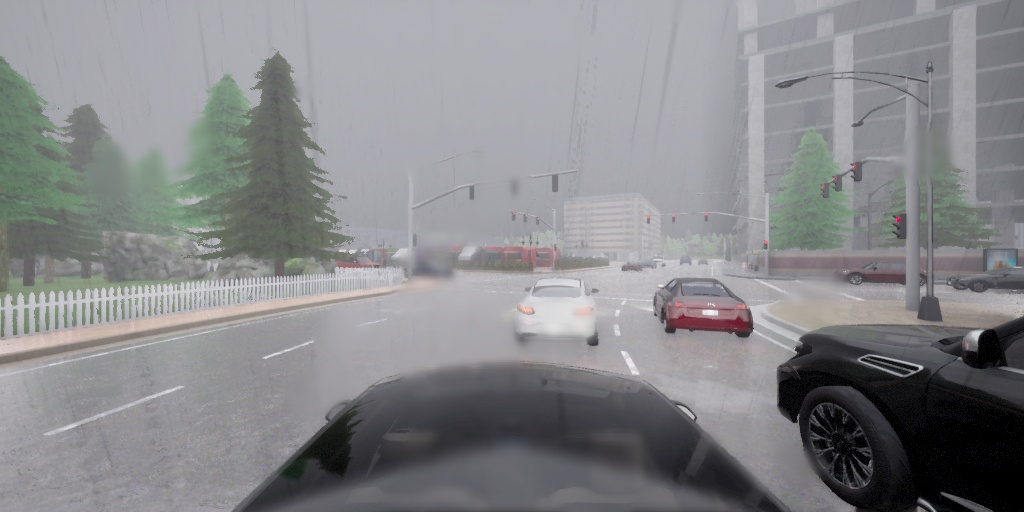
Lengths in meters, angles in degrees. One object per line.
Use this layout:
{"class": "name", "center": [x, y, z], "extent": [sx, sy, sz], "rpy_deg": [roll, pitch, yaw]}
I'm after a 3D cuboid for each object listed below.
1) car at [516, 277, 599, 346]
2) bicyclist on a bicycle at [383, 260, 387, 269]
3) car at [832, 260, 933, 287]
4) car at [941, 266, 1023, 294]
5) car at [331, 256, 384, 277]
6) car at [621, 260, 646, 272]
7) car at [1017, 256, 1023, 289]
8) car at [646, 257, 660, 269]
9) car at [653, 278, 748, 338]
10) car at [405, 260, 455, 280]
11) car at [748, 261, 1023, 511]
{"class": "car", "center": [1.279, 1.276, 9.421], "extent": [1.812, 1.442, 4.674], "rpy_deg": [0, 0, 11]}
{"class": "bicyclist on a bicycle", "center": [-15.714, 1.258, 44.291], "extent": [0.582, 1.620, 1.656], "rpy_deg": [0, 0, -22]}
{"class": "car", "center": [25.926, 1.157, 25.385], "extent": [4.553, 1.767, 2.097], "rpy_deg": [0, 0, 30]}
{"class": "car", "center": [28.011, 1.331, 20.151], "extent": [4.674, 1.442, 1.812], "rpy_deg": [0, 0, 29]}
{"class": "car", "center": [-15.646, 1.027, 36.692], "extent": [5.566, 2.045, 2.150], "rpy_deg": [0, 0, 30]}
{"class": "car", "center": [15.196, 1.351, 45.327], "extent": [1.895, 1.301, 4.718], "rpy_deg": [0, 0, 29]}
{"class": "car", "center": [34.261, 1.027, 20.651], "extent": [5.566, 2.045, 2.150], "rpy_deg": [0, 0, 30]}
{"class": "car", "center": [21.724, 1.298, 56.985], "extent": [2.033, 1.411, 5.357], "rpy_deg": [0, 0, 29]}
{"class": "car", "center": [5.301, 1.314, 10.427], "extent": [1.994, 1.385, 4.181], "rpy_deg": [0, 0, 17]}
{"class": "car", "center": [-7.306, 1.157, 31.952], "extent": [4.553, 1.767, 2.097], "rpy_deg": [0, 0, 30]}
{"class": "car", "center": [3.737, 0.971, 1.199], "extent": [2.150, 2.045, 5.566], "rpy_deg": [0, 0, 0]}
